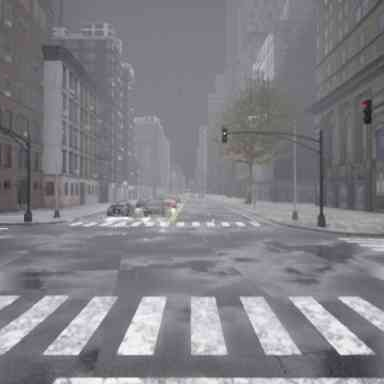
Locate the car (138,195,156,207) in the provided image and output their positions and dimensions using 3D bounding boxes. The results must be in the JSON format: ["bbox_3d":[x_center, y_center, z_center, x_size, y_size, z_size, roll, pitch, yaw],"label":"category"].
[{"bbox_3d":[-6.564,1.489,46.297,2.033,1.411,5.357,0,0,0],"label":"car"}]

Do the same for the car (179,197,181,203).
[{"bbox_3d":[-3.204,1.472,65.073,1.837,1.490,4.892,0,0,0],"label":"car"}]

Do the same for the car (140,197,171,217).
[{"bbox_3d":[-3.327,1.463,30.873,1.837,1.490,4.892,0,0,0],"label":"car"}]

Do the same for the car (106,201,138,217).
[{"bbox_3d":[-6.578,1.523,31.035,1.994,1.385,4.181,0,0,0],"label":"car"}]

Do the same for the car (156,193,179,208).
[{"bbox_3d":[-3.314,1.296,45.517,2.097,1.767,4.553,0,0,0],"label":"car"}]
